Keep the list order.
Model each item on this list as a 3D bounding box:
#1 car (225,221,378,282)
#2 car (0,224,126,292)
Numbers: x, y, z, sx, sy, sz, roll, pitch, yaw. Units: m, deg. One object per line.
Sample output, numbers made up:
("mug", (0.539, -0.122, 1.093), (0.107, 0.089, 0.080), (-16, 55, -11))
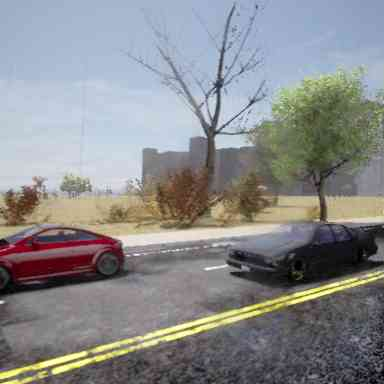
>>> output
("car", (3.568, 1.607, 10.131), (5.357, 1.411, 2.033), (1, 0, -35))
("car", (-3.913, 1.575, 8.864), (4.181, 1.385, 1.994), (0, 0, -36))
